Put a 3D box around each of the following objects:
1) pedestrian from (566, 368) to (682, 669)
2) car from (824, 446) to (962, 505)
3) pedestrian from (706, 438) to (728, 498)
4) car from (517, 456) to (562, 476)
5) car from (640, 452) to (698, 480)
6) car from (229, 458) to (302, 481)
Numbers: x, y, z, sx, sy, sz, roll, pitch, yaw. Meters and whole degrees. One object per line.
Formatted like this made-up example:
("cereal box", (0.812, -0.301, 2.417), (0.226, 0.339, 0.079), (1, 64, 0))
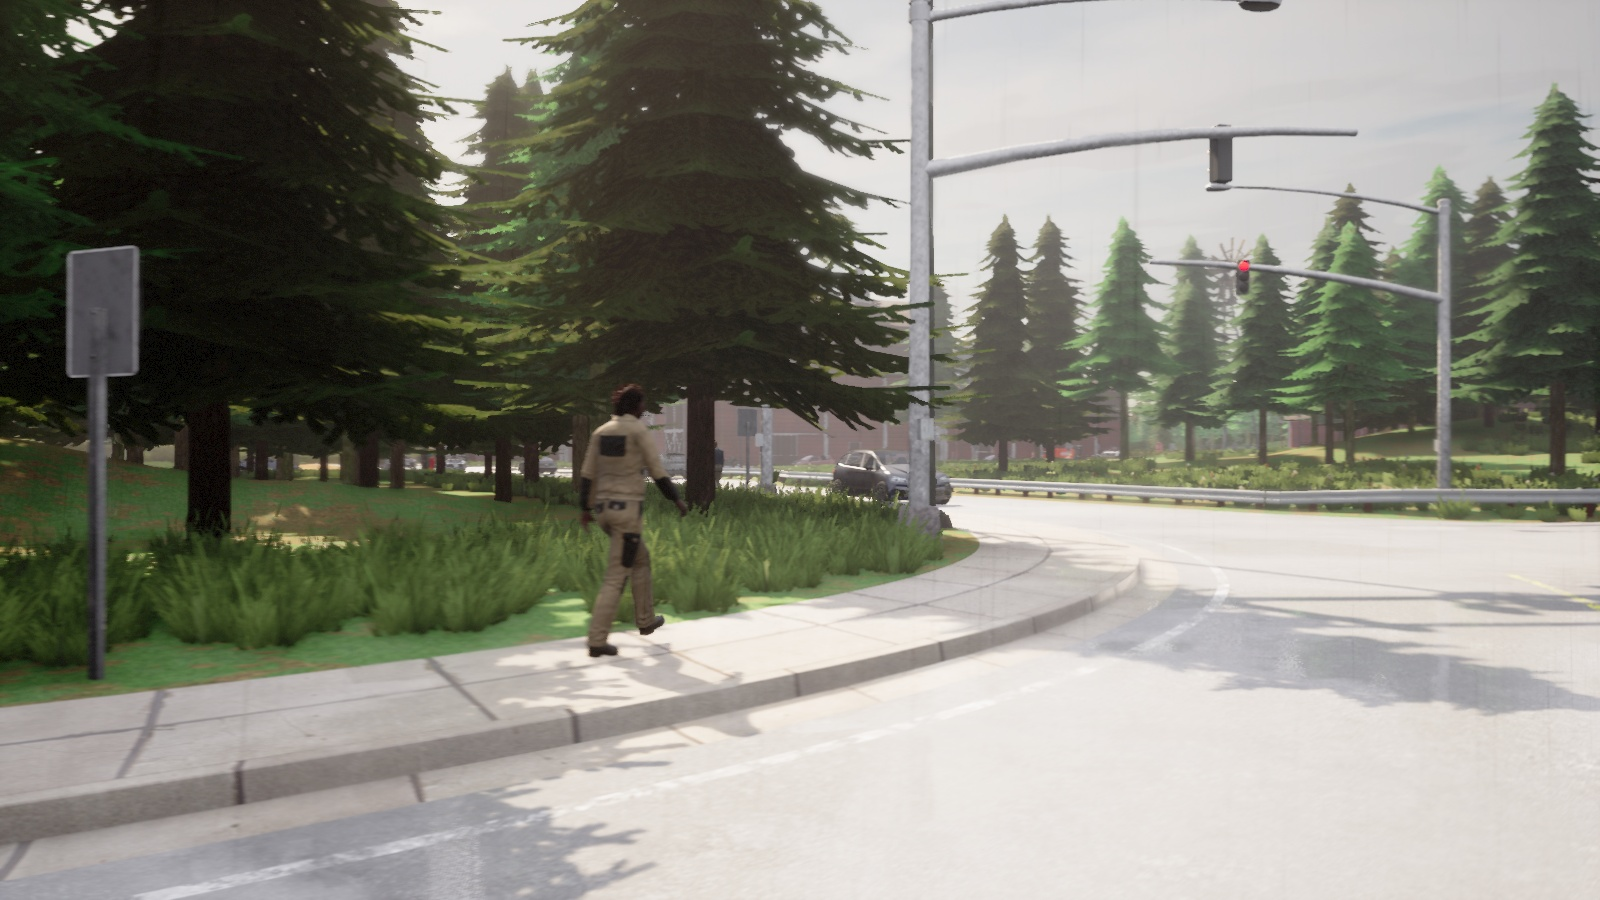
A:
("pedestrian", (-1.178, 0.441, 8.467), (0.396, 1.930, 0.692), (0, 0, 38))
("car", (2.734, 0.718, 38.057), (2.242, 1.667, 4.611), (0, 0, -24))
("pedestrian", (-2.589, 0.555, 39.061), (0.370, 1.835, 0.726), (0, 0, -31))
("car", (-19.277, 1.189, 92.784), (2.033, 1.411, 5.357), (0, 0, -26))
("car", (-8.188, 0.980, 78.014), (2.033, 1.649, 4.856), (0, 0, -26))
("car", (-33.877, 1.222, 79.644), (4.181, 1.385, 1.994), (0, 0, -25))
